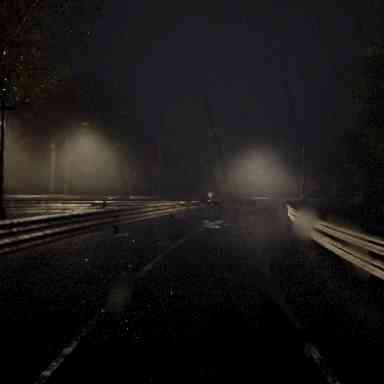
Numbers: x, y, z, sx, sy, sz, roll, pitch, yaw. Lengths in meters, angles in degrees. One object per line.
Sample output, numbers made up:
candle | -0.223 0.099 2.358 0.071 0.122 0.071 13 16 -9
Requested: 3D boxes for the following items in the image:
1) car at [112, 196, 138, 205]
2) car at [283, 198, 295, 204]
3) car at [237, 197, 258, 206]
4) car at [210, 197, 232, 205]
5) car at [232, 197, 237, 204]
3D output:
car | -10.169 1.395 50.458 1.812 1.442 4.674 2 0 36
car | 25.971 2.573 88.883 2.128 1.511 4.902 2 0 36
car | 11.946 1.961 69.301 2.097 1.767 4.553 2 0 36
car | 5.439 1.738 66.225 2.097 1.767 4.553 2 0 36
car | 10.811 2.032 79.736 1.882 1.535 5.008 2 0 36
